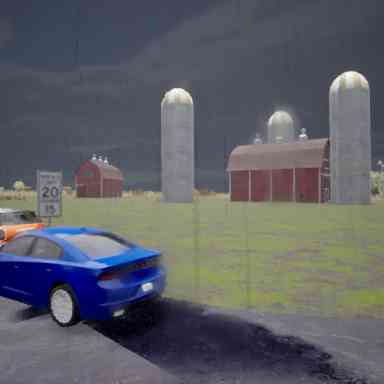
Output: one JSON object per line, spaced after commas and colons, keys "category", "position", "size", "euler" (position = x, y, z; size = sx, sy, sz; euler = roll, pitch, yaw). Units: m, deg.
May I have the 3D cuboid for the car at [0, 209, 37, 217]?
{"category": "car", "position": [-7.160, 1.377, 11.983], "size": [4.553, 1.767, 2.097], "euler": [0, 0, 32]}

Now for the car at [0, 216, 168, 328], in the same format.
{"category": "car", "position": [-2.844, 1.480, 7.020], "size": [5.008, 1.535, 1.882], "euler": [0, 0, 32]}
